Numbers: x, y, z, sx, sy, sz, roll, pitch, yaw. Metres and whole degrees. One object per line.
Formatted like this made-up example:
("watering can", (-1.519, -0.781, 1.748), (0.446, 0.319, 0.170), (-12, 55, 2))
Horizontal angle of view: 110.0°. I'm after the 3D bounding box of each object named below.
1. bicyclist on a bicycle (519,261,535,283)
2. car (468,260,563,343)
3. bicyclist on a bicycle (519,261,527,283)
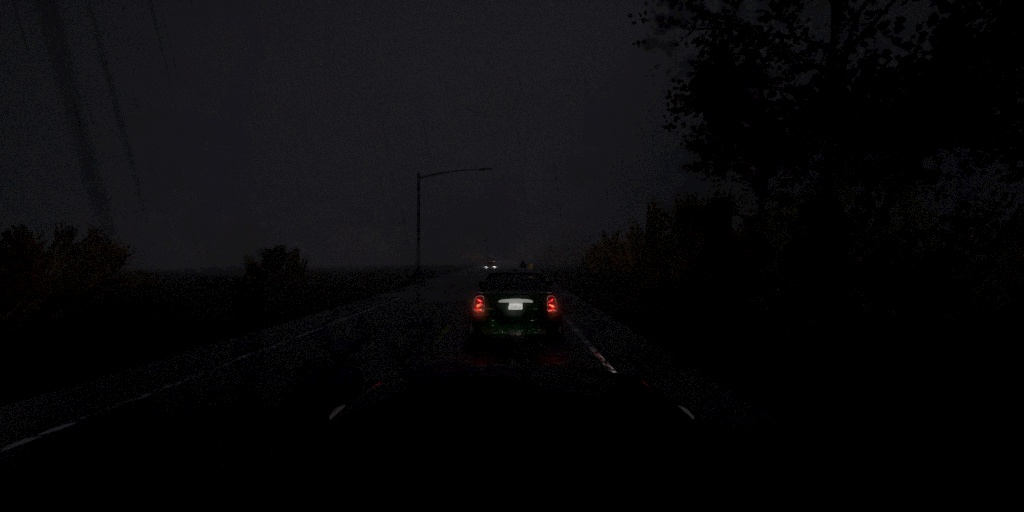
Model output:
("bicyclist on a bicycle", (0.905, 1.181, 17.139), (0.866, 1.612, 1.509), (0, 0, 0))
("car", (0.073, 1.099, 9.795), (2.097, 1.767, 4.553), (0, 0, 0))
("bicyclist on a bicycle", (0.843, 1.193, 27.256), (0.582, 1.620, 1.656), (0, 0, 0))
